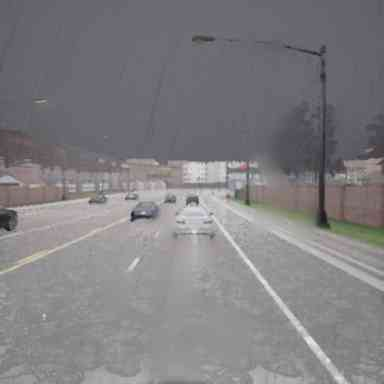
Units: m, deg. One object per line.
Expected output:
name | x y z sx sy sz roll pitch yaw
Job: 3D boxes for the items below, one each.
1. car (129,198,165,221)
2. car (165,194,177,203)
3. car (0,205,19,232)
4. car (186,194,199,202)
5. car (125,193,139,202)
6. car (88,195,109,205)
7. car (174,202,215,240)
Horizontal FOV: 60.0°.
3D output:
car | -3.402 1.417 25.302 1.994 1.385 4.181 0 0 0
car | -3.400 1.045 53.204 2.033 1.411 5.357 0 1 0
car | -10.578 1.396 16.560 2.128 1.511 4.902 0 0 0
car | 0.099 1.075 49.851 1.837 1.490 4.892 0 1 0
car | -10.502 0.822 58.696 2.033 1.411 5.357 0 2 0
car | -14.005 1.113 50.055 2.033 1.411 5.357 0 1 0
car | 0.099 1.430 16.398 1.812 1.442 4.674 0 0 0
